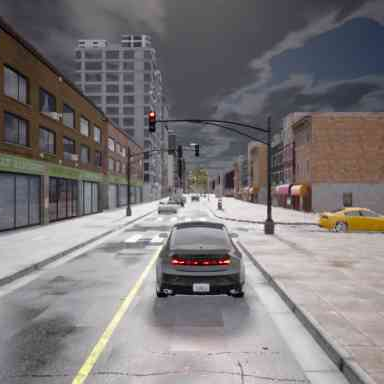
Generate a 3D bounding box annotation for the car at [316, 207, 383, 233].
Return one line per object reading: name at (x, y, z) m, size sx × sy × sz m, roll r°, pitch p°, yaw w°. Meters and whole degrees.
car at (10.192, 1.717, 20.277) m, size 5.008 × 1.535 × 1.882 m, roll 1°, pitch 0°, yaw 1°

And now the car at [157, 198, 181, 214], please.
car at (-2.516, 1.601, 35.011) m, size 1.895 × 1.301 × 4.718 m, roll 0°, pitch 0°, yaw 1°

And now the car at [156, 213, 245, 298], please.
car at (0.176, 1.505, 8.526) m, size 1.837 × 1.490 × 4.892 m, roll 0°, pitch 0°, yaw 0°

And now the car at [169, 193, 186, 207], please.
car at (-2.343, 1.217, 51.508) m, size 2.150 × 2.045 × 5.566 m, roll 0°, pitch 0°, yaw 1°

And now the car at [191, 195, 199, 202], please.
car at (0.740, 1.466, 75.138) m, size 1.837 × 1.490 × 4.892 m, roll 0°, pitch 0°, yaw 1°

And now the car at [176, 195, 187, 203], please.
car at (-2.108, 1.468, 67.482) m, size 2.128 × 1.511 × 4.902 m, roll 0°, pitch 0°, yaw 1°
